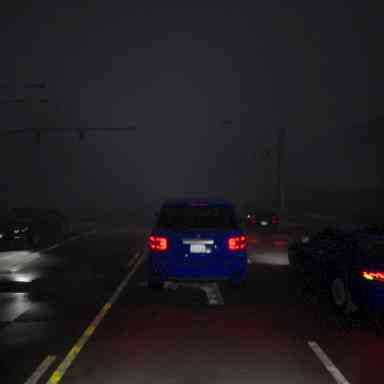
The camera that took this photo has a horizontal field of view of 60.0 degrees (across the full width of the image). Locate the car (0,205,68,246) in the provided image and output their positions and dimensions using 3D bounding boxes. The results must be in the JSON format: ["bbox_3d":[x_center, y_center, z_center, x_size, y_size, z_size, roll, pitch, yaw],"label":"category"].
[{"bbox_3d":[-7.063,1.376,14.670,1.837,1.490,4.892,0,0,0],"label":"car"}]

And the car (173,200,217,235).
[{"bbox_3d":[0.118,1.318,18.576,2.128,1.511,4.902,0,1,0],"label":"car"}]

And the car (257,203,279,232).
[{"bbox_3d":[3.612,1.352,18.886,1.812,1.442,4.674,0,1,0],"label":"car"}]

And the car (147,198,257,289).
[{"bbox_3d":[0.104,1.154,9.094,2.150,2.045,5.566,0,1,0],"label":"car"}]

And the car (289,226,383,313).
[{"bbox_3d":[3.606,1.475,7.386,1.812,1.442,4.674,0,1,0],"label":"car"}]
